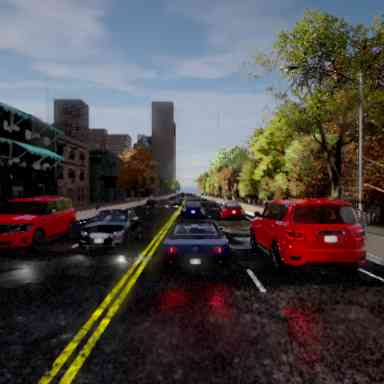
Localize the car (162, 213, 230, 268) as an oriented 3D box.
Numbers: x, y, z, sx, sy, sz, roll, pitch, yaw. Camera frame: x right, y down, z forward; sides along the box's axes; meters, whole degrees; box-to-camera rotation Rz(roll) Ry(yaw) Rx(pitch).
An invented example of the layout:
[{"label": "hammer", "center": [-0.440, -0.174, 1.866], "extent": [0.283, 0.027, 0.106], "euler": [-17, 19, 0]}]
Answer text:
[{"label": "car", "center": [0.100, 1.606, 11.282], "extent": [1.895, 1.301, 4.718], "euler": [0, 0, 0]}]

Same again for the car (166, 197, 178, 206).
[{"label": "car", "center": [-3.304, 1.549, 56.230], "extent": [1.812, 1.442, 4.674], "euler": [0, 0, 0]}]

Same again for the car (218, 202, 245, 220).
[{"label": "car", "center": [3.351, 1.577, 28.572], "extent": [1.994, 1.385, 4.181], "euler": [0, 0, 0]}]

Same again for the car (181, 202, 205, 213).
[{"label": "car", "center": [0.101, 1.577, 28.630], "extent": [1.994, 1.385, 4.181], "euler": [0, 0, 0]}]

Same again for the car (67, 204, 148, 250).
[{"label": "car", "center": [-3.349, 1.498, 14.404], "extent": [2.128, 1.511, 4.902], "euler": [0, 0, 0]}]

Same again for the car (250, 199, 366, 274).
[{"label": "car", "center": [3.350, 1.227, 10.699], "extent": [2.150, 2.045, 5.566], "euler": [0, 0, 0]}]

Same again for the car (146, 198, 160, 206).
[{"label": "car", "center": [-6.550, 1.624, 56.199], "extent": [1.895, 1.301, 4.718], "euler": [0, 0, 1]}]

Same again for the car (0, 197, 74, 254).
[{"label": "car", "center": [-6.600, 1.228, 13.863], "extent": [2.150, 2.045, 5.566], "euler": [0, 0, 0]}]
